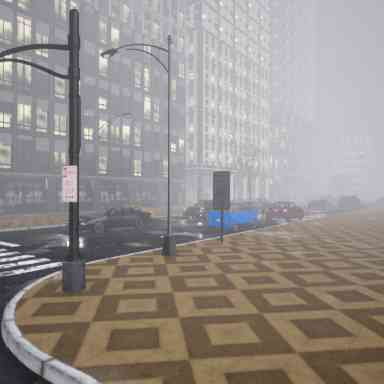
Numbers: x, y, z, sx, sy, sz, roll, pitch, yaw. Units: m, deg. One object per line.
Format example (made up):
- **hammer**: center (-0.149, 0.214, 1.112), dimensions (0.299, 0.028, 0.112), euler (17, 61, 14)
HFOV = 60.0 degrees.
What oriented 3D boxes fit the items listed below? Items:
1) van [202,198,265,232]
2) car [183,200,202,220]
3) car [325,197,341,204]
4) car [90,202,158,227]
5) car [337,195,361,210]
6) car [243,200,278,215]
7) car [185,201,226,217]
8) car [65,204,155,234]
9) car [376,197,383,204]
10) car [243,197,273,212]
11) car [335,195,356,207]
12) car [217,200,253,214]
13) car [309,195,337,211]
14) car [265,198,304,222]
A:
- **van**: center (2.613, 1.368, 20.250), dimensions (1.690, 1.788, 3.998), euler (0, 0, 38)
- **car**: center (1.262, 1.375, 27.552), dimensions (2.097, 1.767, 4.553), euler (0, 0, 38)
- **car**: center (28.445, 1.625, 66.977), dimensions (2.008, 1.369, 4.403), euler (0, 0, 38)
- **car**: center (-4.780, 1.540, 23.958), dimensions (1.752, 1.417, 4.829), euler (0, 0, 38)
- **car**: center (21.131, 1.369, 44.529), dimensions (2.192, 1.841, 5.009), euler (0, 0, 38)
- **car**: center (7.307, 1.594, 35.406), dimensions (1.994, 1.385, 4.181), euler (0, 0, 38)
- **car**: center (1.322, 1.604, 31.685), dimensions (1.802, 1.307, 4.206), euler (0, 0, 38)
- **car**: center (-4.711, 1.564, 19.788), dimensions (2.033, 1.411, 5.357), euler (0, 0, 38)
- **car**: center (38.082, 1.659, 66.585), dimensions (1.947, 1.339, 4.313), euler (0, 0, 38)
- **car**: center (8.103, 1.471, 40.508), dimensions (1.967, 1.590, 4.097), euler (0, 0, 38)
- **car**: center (24.364, 1.414, 52.782), dimensions (2.097, 1.767, 4.553), euler (0, 0, 37)
- **car**: center (4.713, 1.571, 36.097), dimensions (1.887, 1.381, 4.507), euler (0, 0, 38)
- **car**: center (16.414, 1.537, 42.436), dimensions (2.128, 1.511, 4.902), euler (0, 0, 38)
- **car**: center (7.570, 1.473, 26.882), dimensions (1.967, 1.590, 4.097), euler (0, 0, 38)
